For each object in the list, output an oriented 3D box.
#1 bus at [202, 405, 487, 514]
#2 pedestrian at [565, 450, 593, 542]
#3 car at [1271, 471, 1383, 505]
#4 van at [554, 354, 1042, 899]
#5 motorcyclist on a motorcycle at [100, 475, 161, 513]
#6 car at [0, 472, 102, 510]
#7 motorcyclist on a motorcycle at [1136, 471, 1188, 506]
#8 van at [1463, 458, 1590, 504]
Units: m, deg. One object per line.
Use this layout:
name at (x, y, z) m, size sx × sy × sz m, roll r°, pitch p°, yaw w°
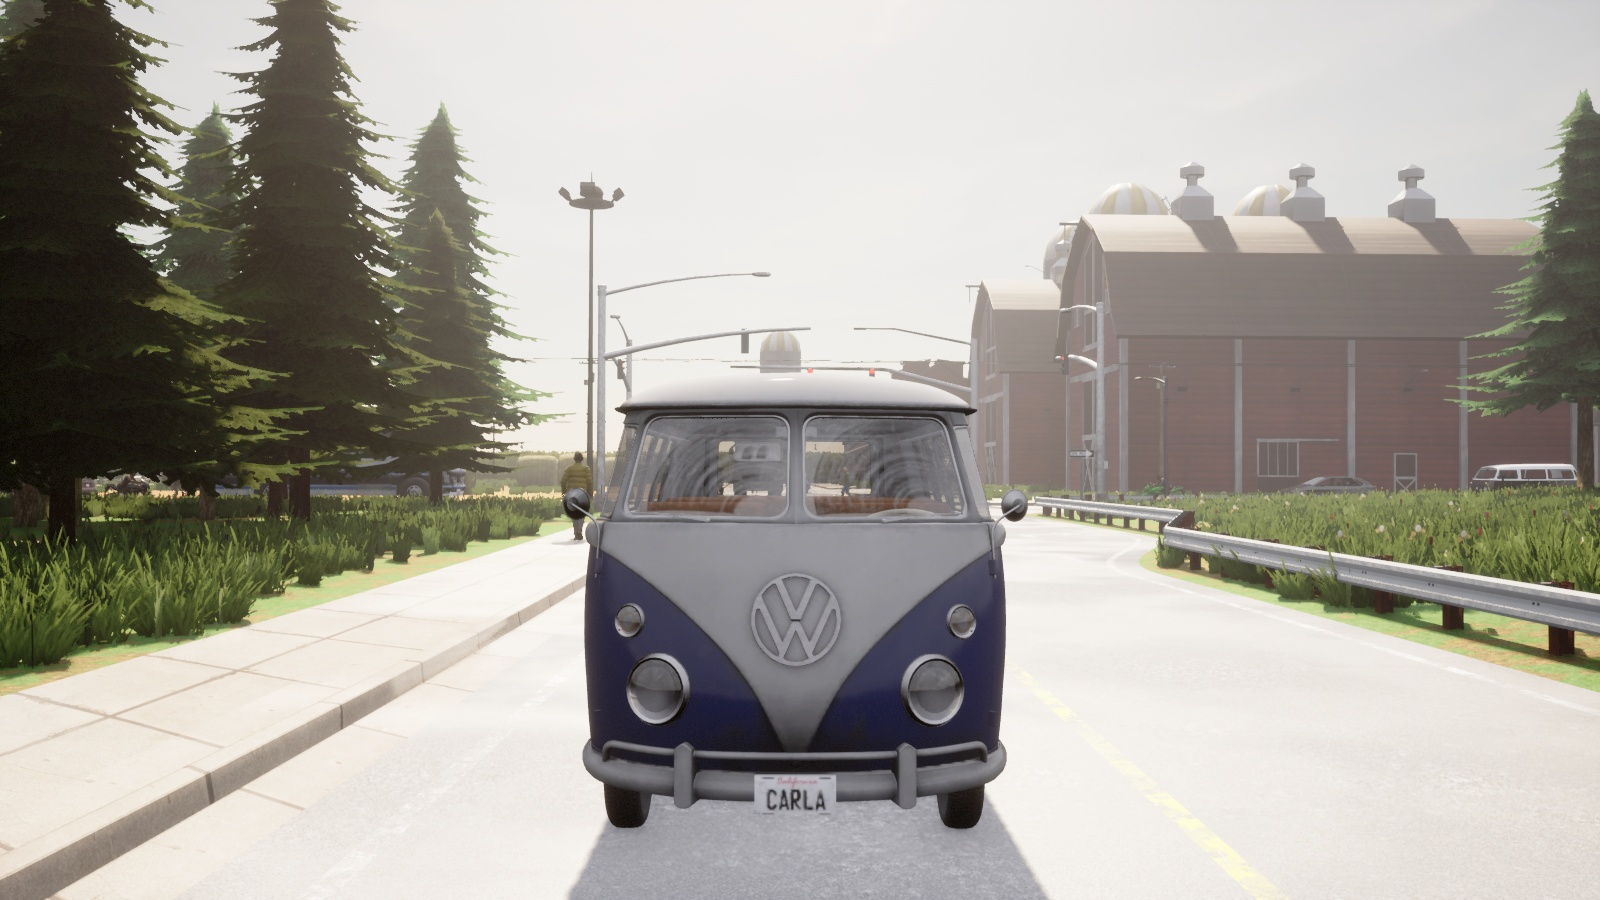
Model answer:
bus at (-18.437, 0.402, 51.531) m, size 10.273 × 4.253 × 3.944 m, roll 0°, pitch -1°, yaw -1°
pedestrian at (-4.483, 0.921, 25.477) m, size 0.431 × 1.840 × 0.709 m, roll 0°, pitch -1°, yaw 1°
car at (23.452, 1.699, 55.983) m, size 4.193 × 1.474 × 1.816 m, roll 0°, pitch -1°, yaw -1°
van at (-0.024, 0.681, 6.802) m, size 1.775 × 1.987 × 4.442 m, roll 0°, pitch -1°, yaw 0°
motorcyclist on a motorcycle at (-27.342, 1.792, 51.301) m, size 2.044 × 1.523 × 0.797 m, roll 0°, pitch -1°, yaw -1°
car at (-32.903, 1.787, 54.674) m, size 3.988 × 1.617 × 1.851 m, roll 0°, pitch -1°, yaw -1°
motorcyclist on a motorcycle at (16.080, 1.694, 55.812) m, size 2.044 × 1.523 × 0.797 m, roll 0°, pitch -1°, yaw -1°
van at (32.474, 1.376, 56.197) m, size 4.480 × 2.038 × 2.069 m, roll 0°, pitch -1°, yaw -1°
